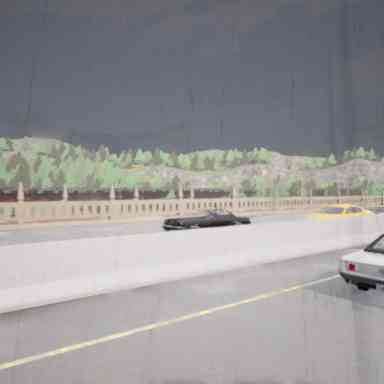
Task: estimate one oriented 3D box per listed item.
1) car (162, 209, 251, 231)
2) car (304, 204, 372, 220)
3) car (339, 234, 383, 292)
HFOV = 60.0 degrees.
[{"bbox_3d":[0.810,1.583,17.577,4.718,1.301,1.895,0,0,-36],"label":"car"},{"bbox_3d":[8.279,1.450,18.780,5.008,1.535,1.882,0,0,-37],"label":"car"},{"bbox_3d":[5.525,1.587,7.773,4.718,1.301,1.895,0,0,-36],"label":"car"}]
